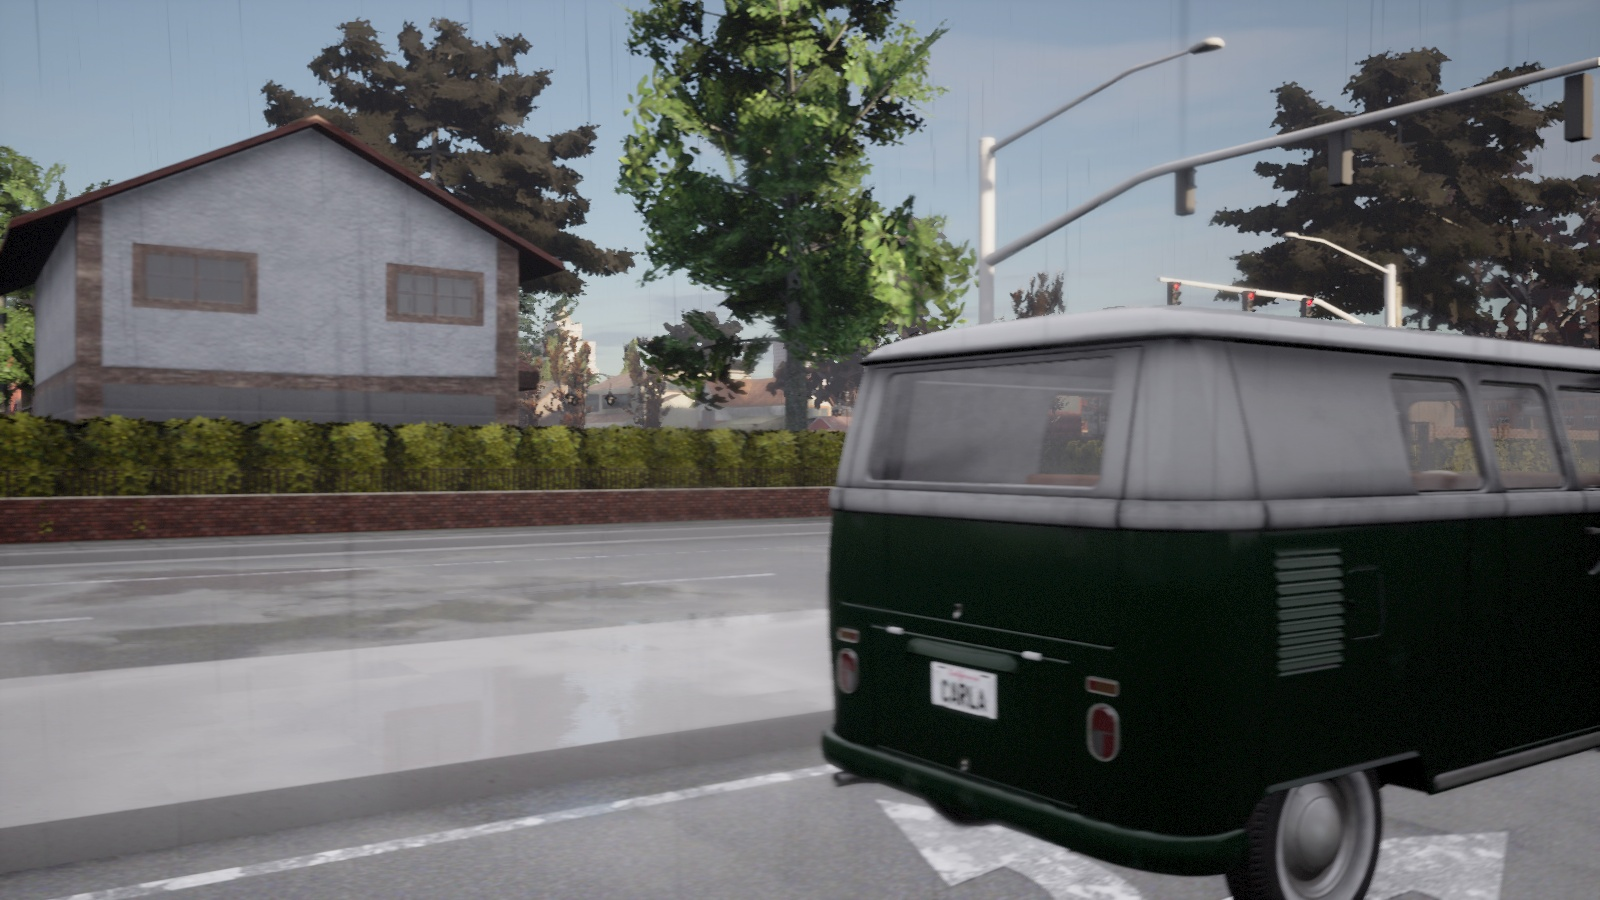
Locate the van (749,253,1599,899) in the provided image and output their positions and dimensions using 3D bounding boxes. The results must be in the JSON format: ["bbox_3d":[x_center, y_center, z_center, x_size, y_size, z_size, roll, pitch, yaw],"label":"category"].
[{"bbox_3d":[2.143,0.503,5.151,4.442,1.987,1.775,0,0,-35],"label":"van"}]
